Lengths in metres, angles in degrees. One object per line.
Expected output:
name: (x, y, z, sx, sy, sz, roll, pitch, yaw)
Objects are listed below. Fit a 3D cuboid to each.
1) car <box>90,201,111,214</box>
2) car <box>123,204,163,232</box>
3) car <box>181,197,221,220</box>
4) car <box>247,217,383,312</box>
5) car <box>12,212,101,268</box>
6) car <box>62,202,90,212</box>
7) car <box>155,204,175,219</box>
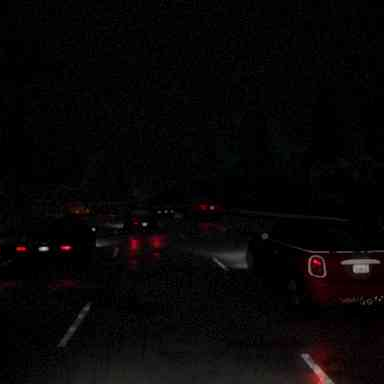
car: (-11.298, 1.883, 40.263, 1.882, 1.535, 5.008, 0, -1, -29)
car: (-3.411, 1.735, 21.734, 1.812, 1.442, 4.674, 0, 0, -16)
car: (0.785, 1.502, 31.301, 2.150, 2.045, 5.566, 0, -1, -21)
car: (2.832, 1.416, 8.082, 2.097, 1.767, 4.553, 0, -1, -5)
car: (-4.595, 1.672, 11.806, 2.033, 1.411, 5.357, 0, -1, -10)
car: (-12.613, 1.845, 35.481, 1.882, 1.535, 5.008, 0, -1, -27)
car: (-3.296, 1.851, 32.204, 2.033, 1.411, 5.357, 0, -1, -23)
